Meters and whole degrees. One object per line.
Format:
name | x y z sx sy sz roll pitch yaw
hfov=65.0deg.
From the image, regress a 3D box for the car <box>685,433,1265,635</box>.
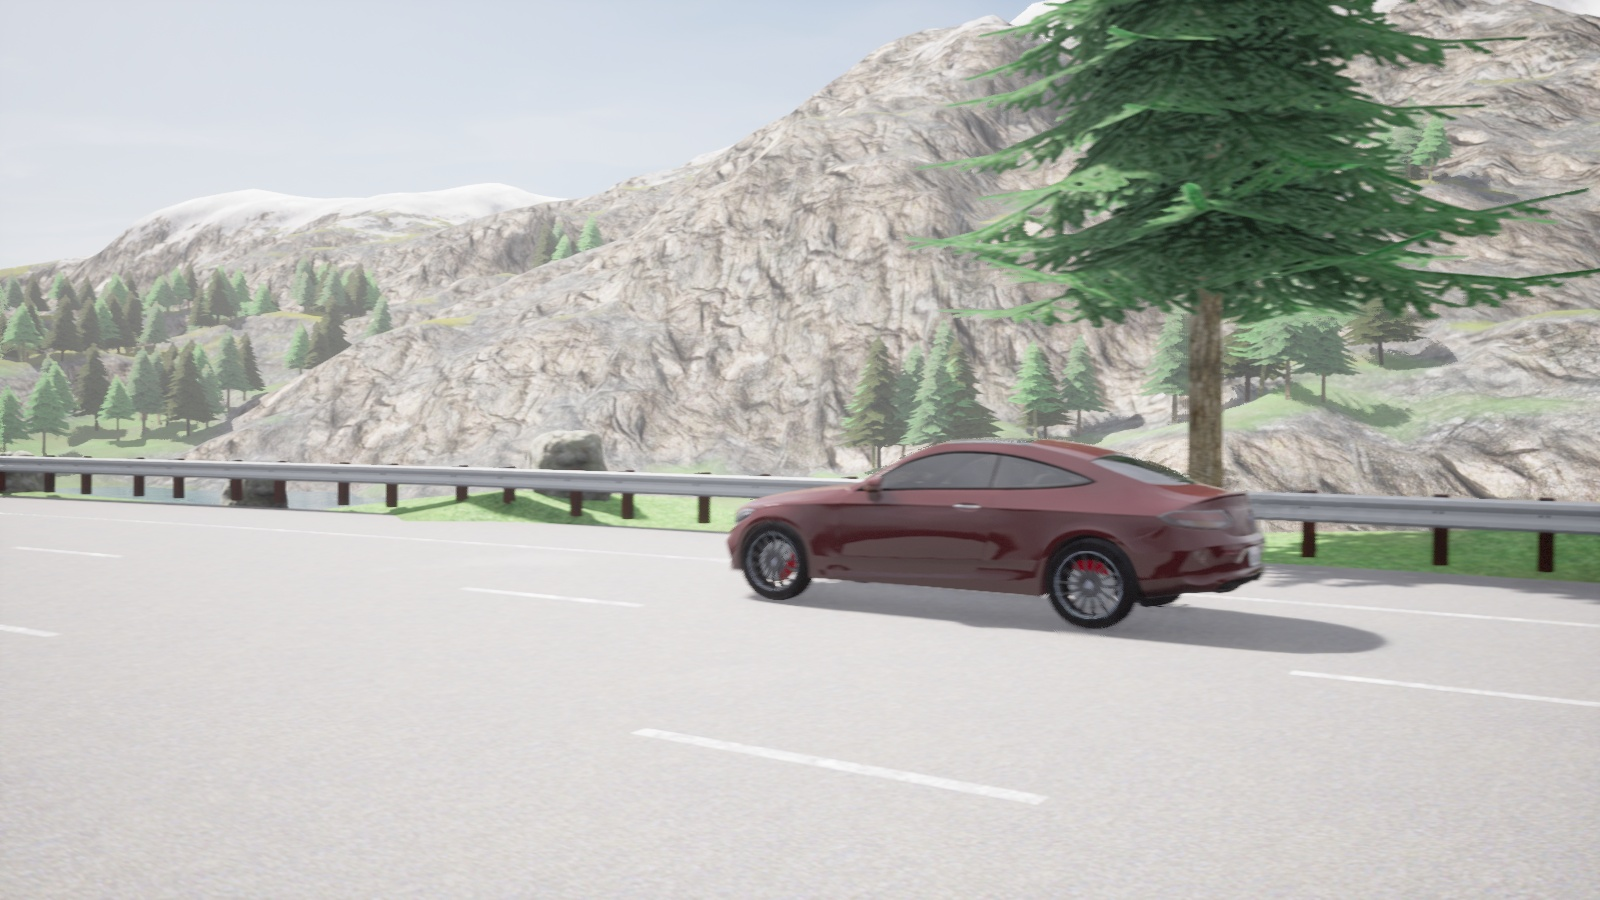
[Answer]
car | 1.429 0.591 10.972 4.674 1.442 1.812 0 1 32
